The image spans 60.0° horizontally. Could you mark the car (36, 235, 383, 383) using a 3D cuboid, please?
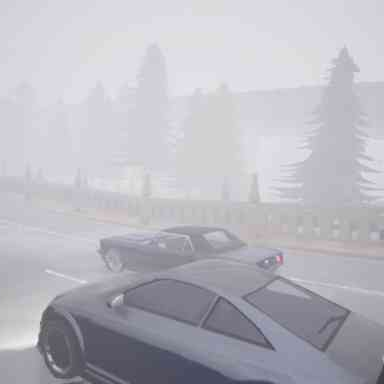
[{"bbox_3d":[0.014,1.540,3.982,4.181,1.385,1.994,1,1,35],"label":"car"}]

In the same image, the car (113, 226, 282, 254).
[{"bbox_3d":[-0.263,1.518,8.477,4.718,1.301,1.895,2,1,35],"label":"car"}]
